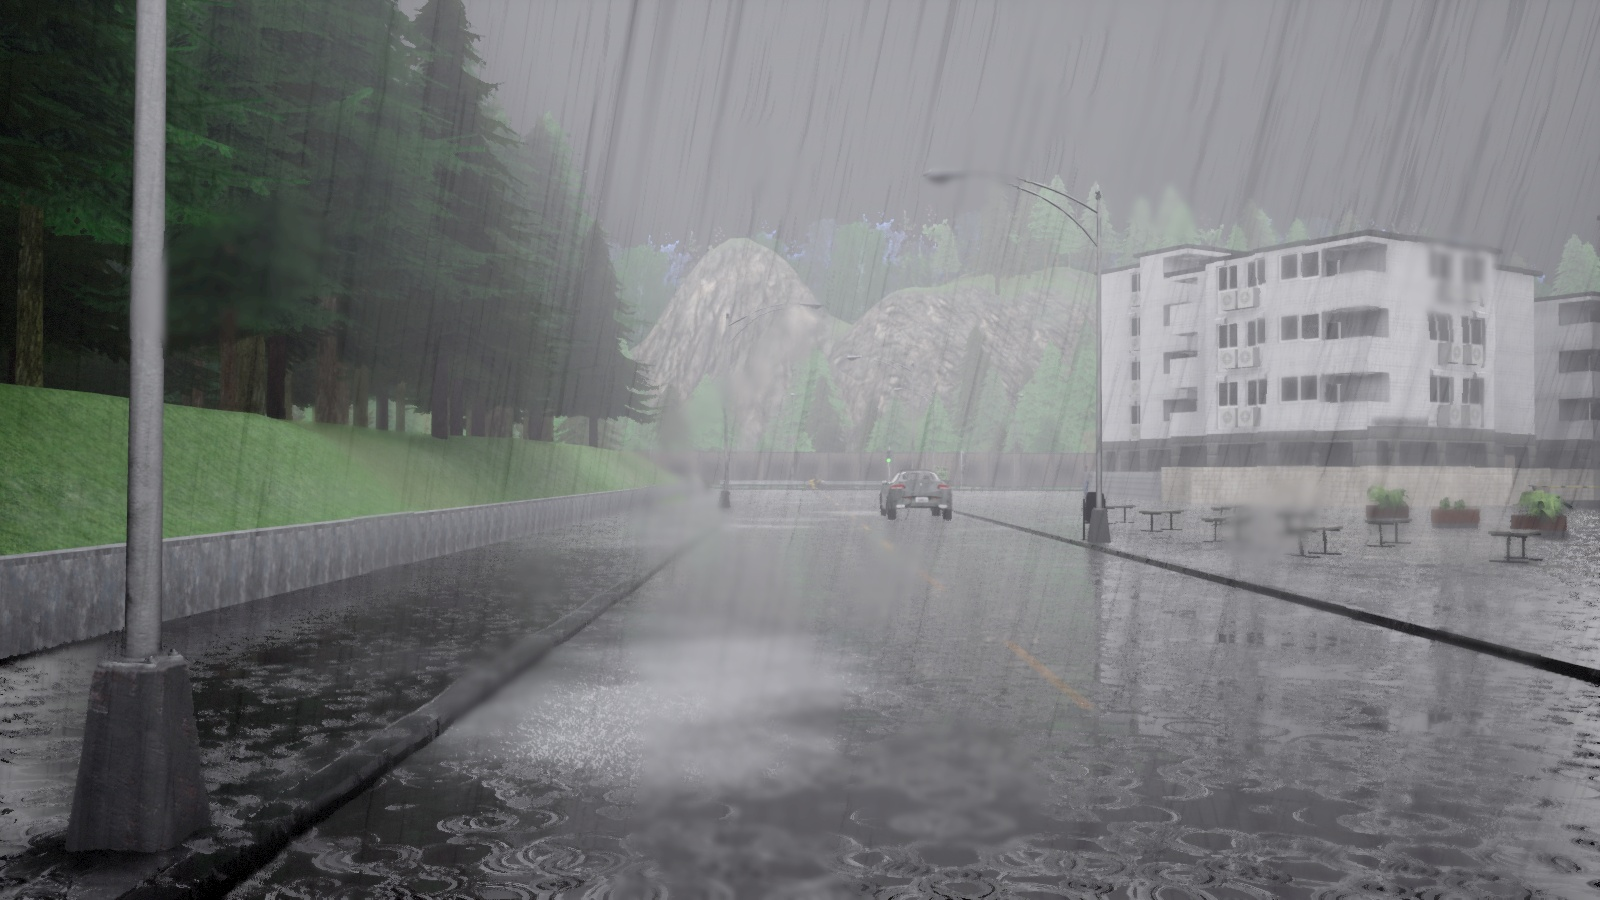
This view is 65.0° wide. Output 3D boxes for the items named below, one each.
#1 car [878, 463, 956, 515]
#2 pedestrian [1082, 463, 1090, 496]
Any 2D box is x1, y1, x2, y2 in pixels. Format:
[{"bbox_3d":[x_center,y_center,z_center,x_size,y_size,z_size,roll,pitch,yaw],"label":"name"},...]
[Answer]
[{"bbox_3d":[3.904,1.294,42.760,2.152,1.651,5.027,0,-1,0],"label":"car"},{"bbox_3d":[15.974,1.635,70.125,0.354,1.836,0.706,0,-1,9],"label":"pedestrian"}]
